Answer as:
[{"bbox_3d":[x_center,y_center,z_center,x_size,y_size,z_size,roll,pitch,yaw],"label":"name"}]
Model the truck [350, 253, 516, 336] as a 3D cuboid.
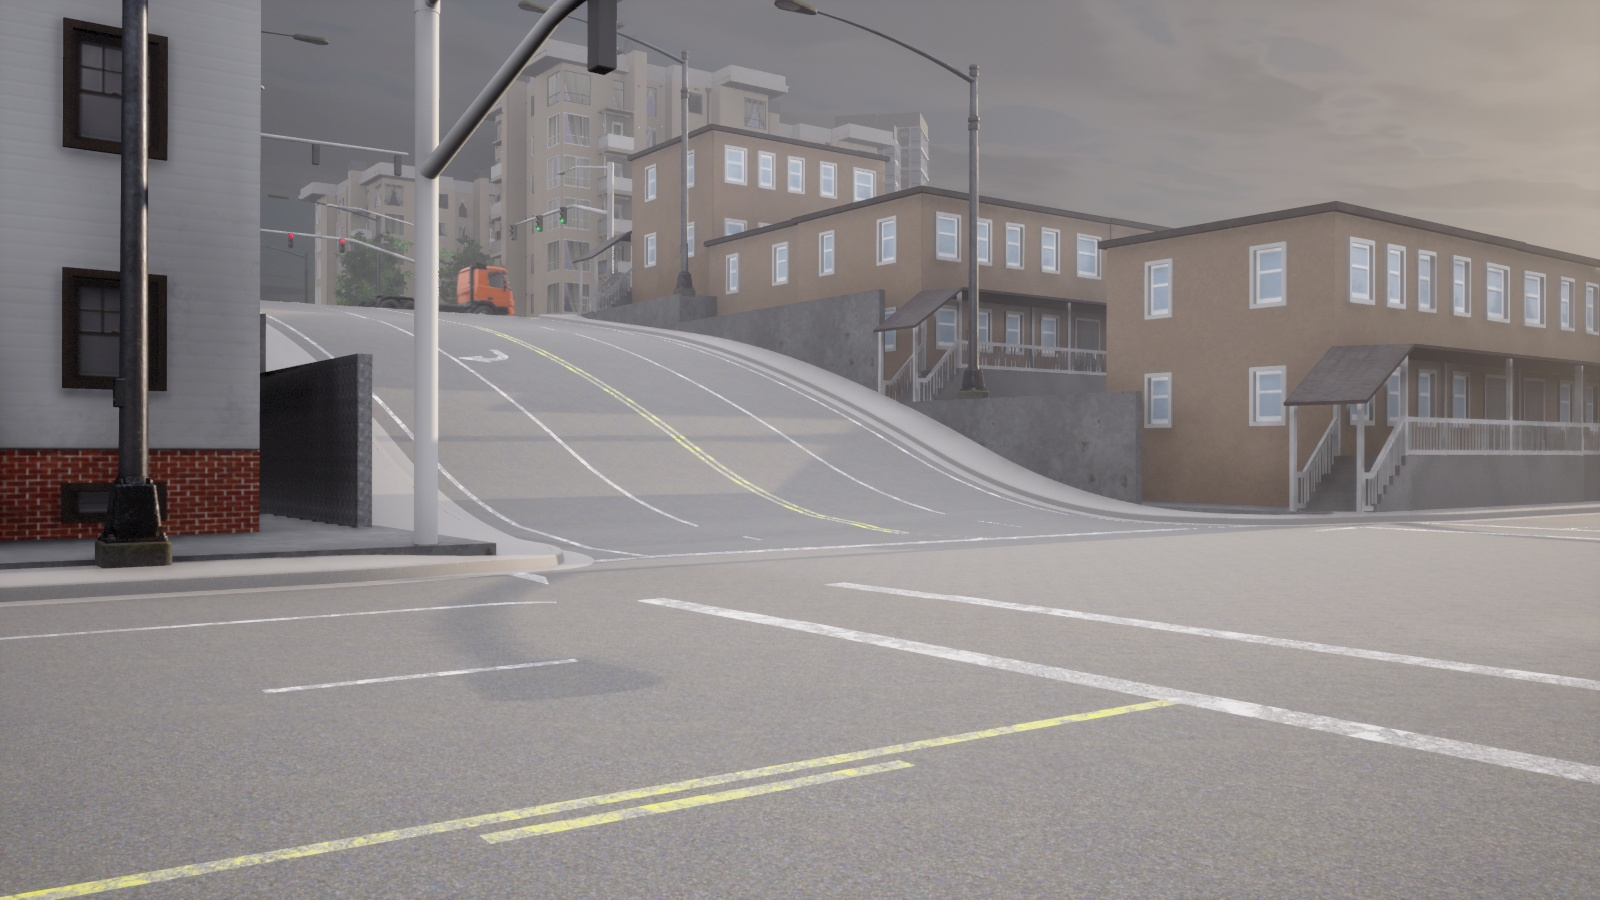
[{"bbox_3d":[-19.322,-8.104,66.376,7.936,3.462,2.891,0,-1,-35],"label":"truck"}]
